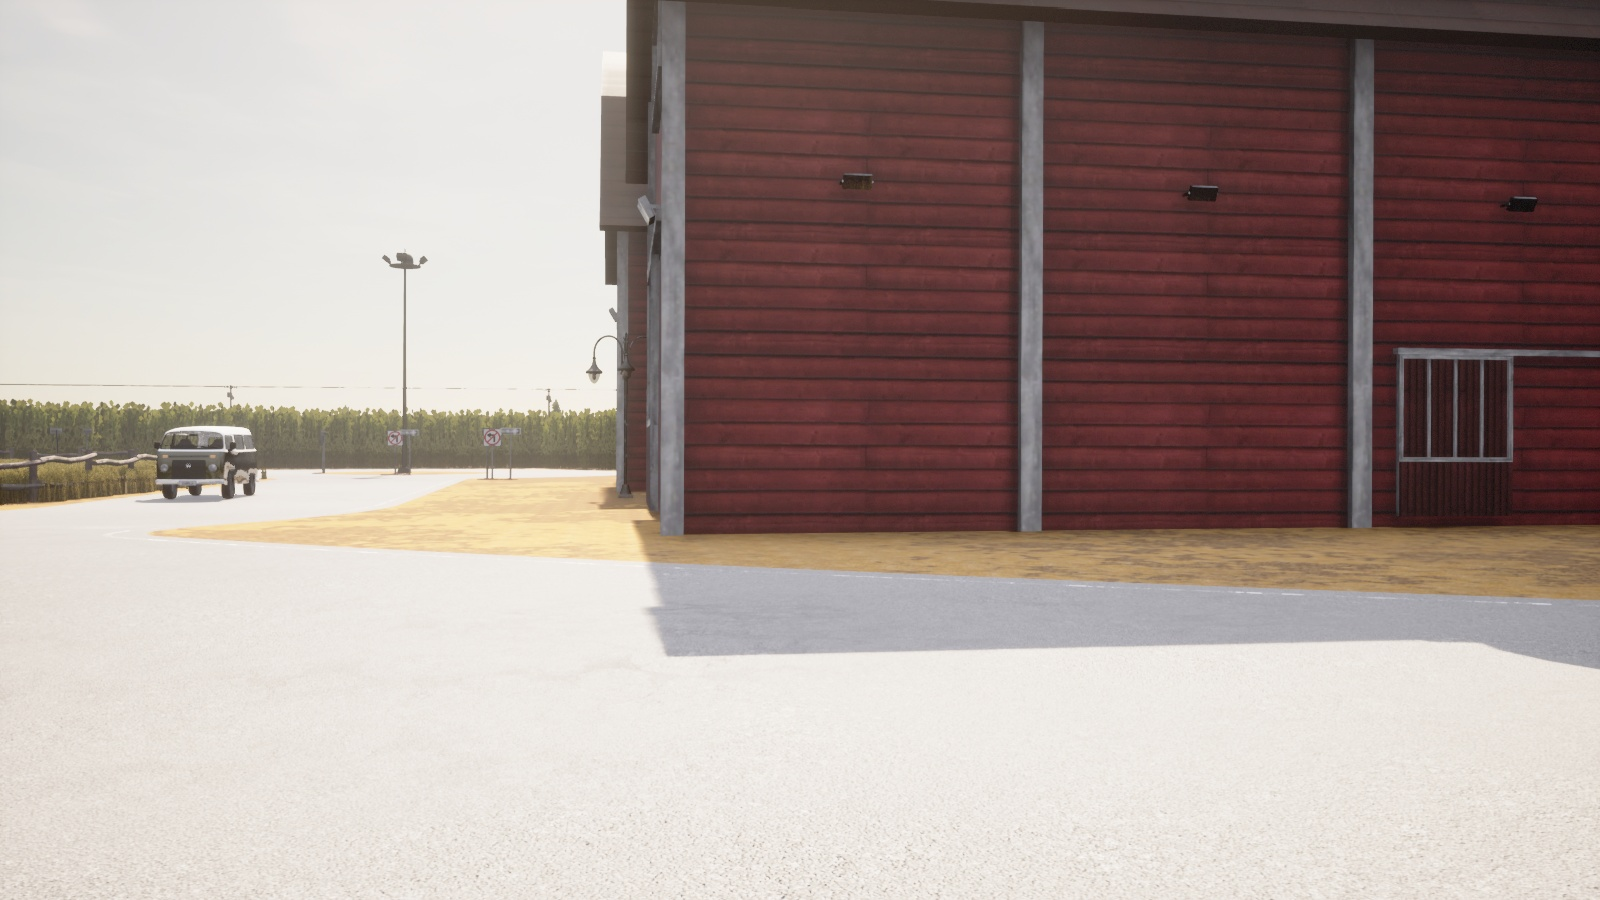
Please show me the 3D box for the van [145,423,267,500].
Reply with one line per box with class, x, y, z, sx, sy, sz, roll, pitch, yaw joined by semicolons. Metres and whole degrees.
van;-16.761;0.302;35.679;2.069;2.038;4.480;0;0;-11
